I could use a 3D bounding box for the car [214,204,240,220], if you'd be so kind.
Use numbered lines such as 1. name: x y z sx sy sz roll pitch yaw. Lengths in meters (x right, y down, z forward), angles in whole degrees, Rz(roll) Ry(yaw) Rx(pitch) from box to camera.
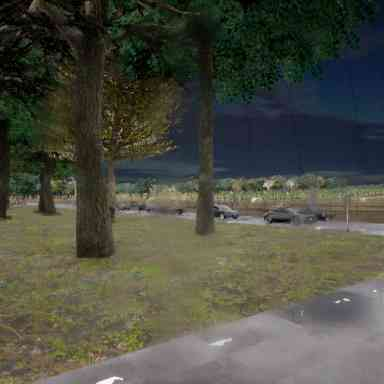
1. car: 2.771 2.015 33.832 1.837 1.490 4.892 -1 0 -35

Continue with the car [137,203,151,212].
1. car: -7.218 2.403 53.081 1.994 1.385 4.181 -1 0 -34

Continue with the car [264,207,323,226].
1. car: 7.801 1.914 26.687 1.994 1.385 4.181 -1 0 -35

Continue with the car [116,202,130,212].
1. car: -11.870 2.429 54.815 1.994 1.385 4.181 -1 0 -35

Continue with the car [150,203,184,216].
1. car: -3.008 2.291 42.063 1.895 1.301 4.718 -1 0 -35

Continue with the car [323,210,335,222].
1. car: 9.743 1.913 28.799 1.895 1.301 4.718 -1 0 -33
